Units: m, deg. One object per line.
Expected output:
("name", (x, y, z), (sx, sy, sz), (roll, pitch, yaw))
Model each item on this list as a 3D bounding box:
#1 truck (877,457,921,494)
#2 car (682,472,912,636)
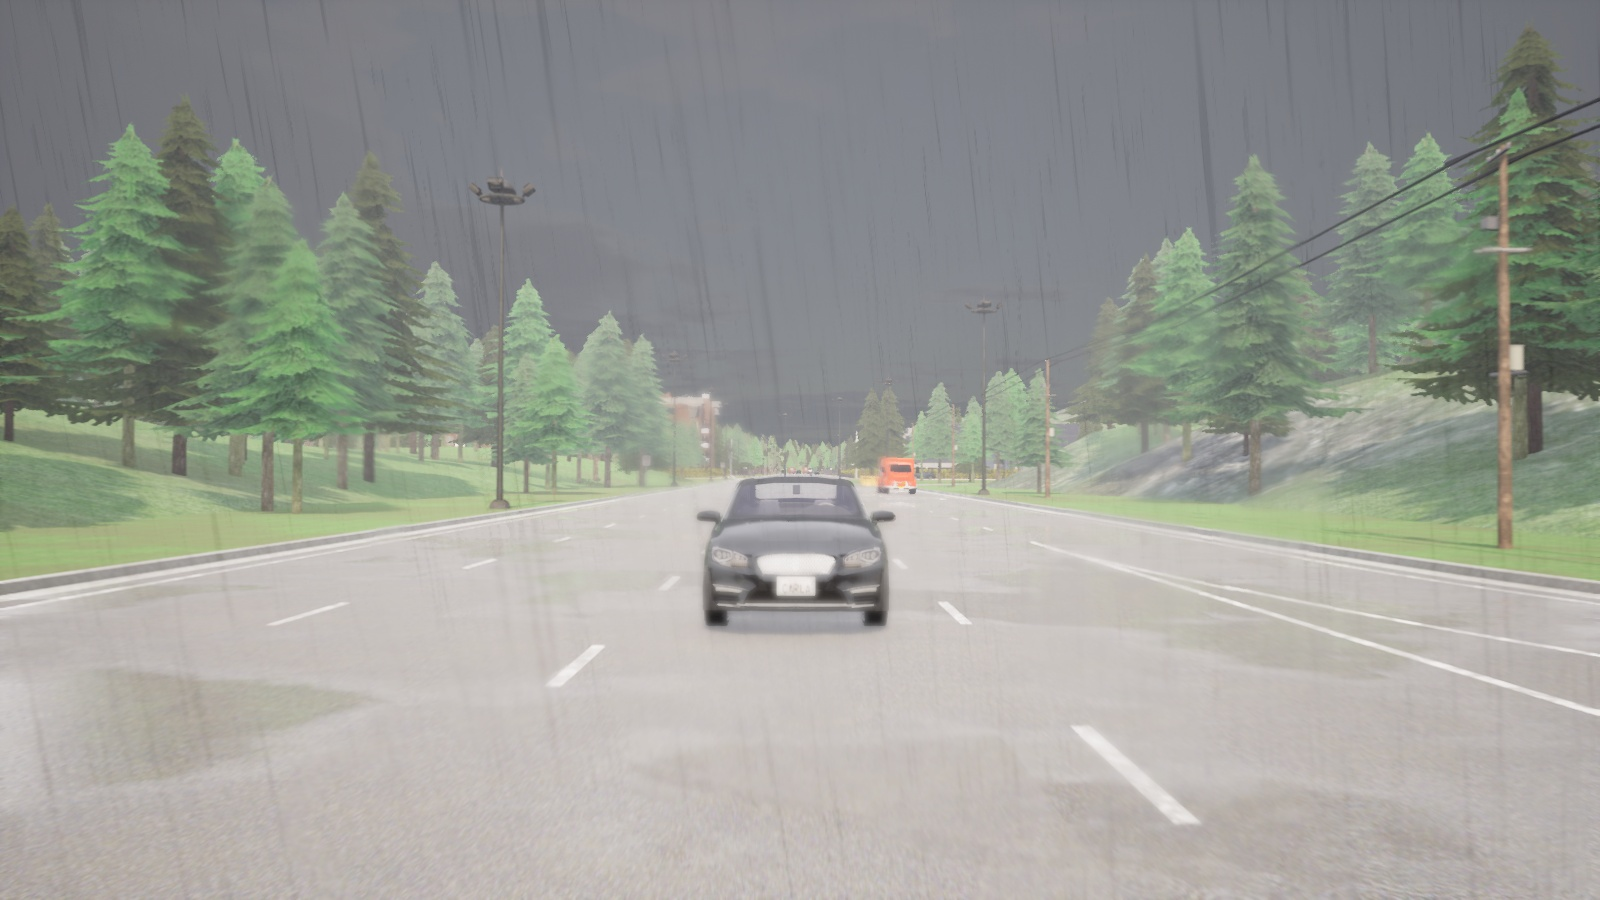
("truck", (6.793, 1.751, 86.744), (2.627, 2.467, 5.204), (0, -1, 0))
("car", (-0.034, 1.007, 14.121), (2.128, 1.511, 4.902), (0, -1, 0))
